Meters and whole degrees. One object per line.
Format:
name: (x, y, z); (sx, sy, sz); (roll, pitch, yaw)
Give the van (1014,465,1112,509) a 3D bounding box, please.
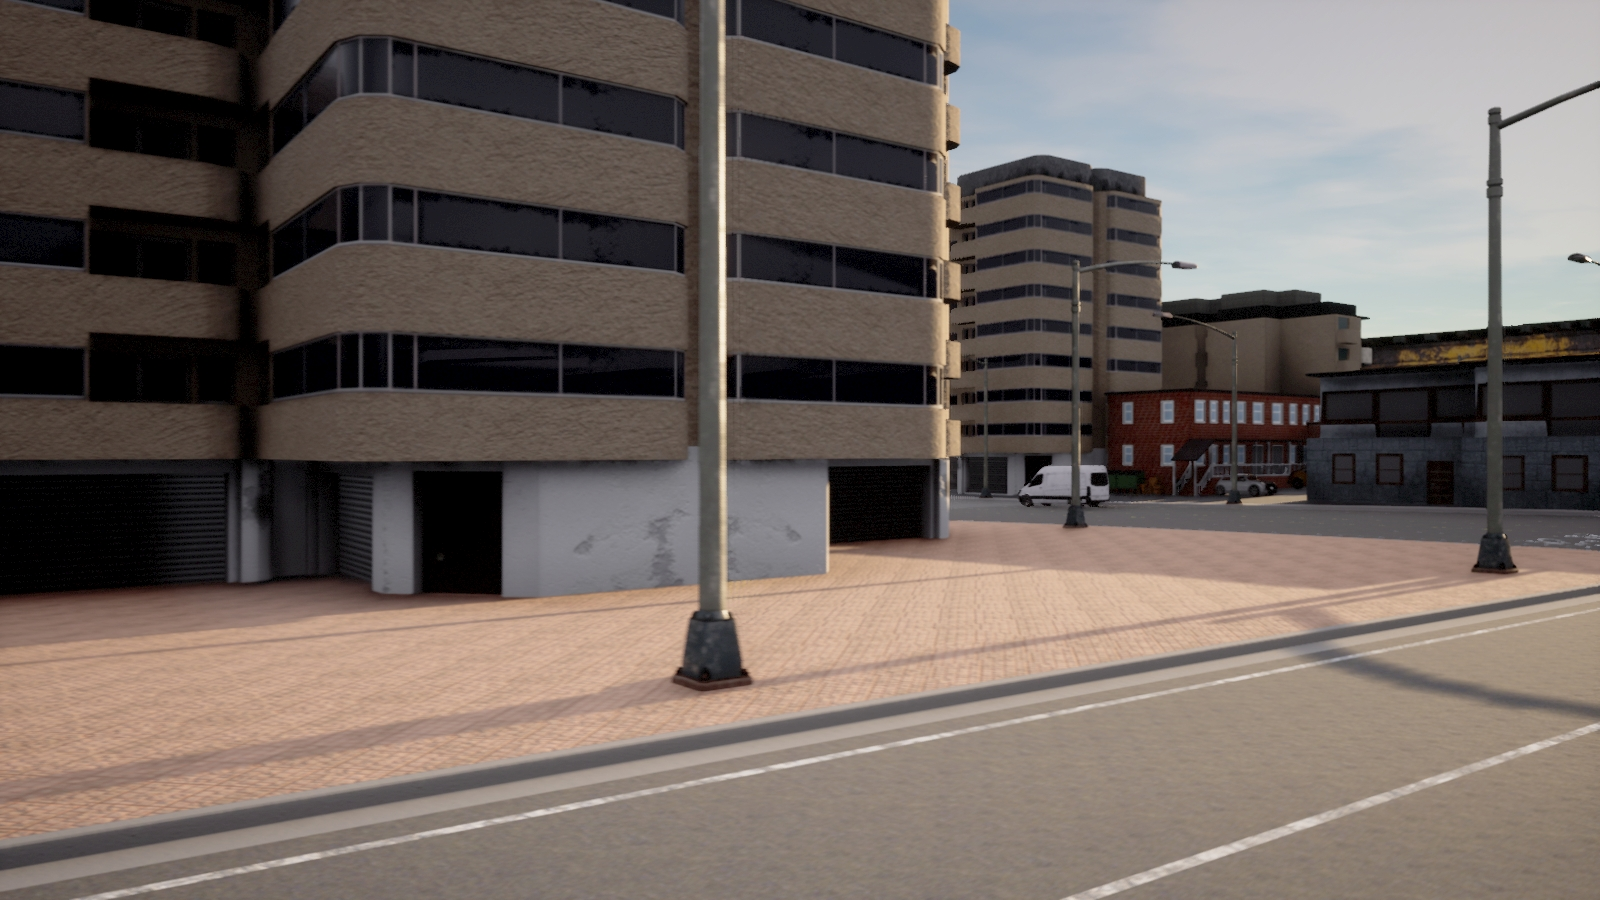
van: (15.987, 2.233, 69.683); (1.988, 2.561, 5.915); (0, -1, -36)
